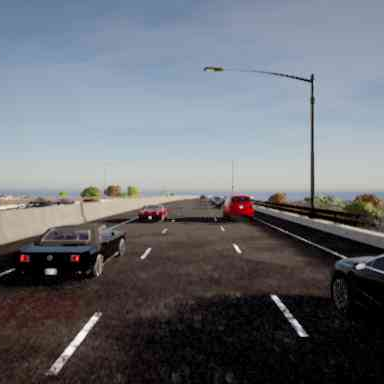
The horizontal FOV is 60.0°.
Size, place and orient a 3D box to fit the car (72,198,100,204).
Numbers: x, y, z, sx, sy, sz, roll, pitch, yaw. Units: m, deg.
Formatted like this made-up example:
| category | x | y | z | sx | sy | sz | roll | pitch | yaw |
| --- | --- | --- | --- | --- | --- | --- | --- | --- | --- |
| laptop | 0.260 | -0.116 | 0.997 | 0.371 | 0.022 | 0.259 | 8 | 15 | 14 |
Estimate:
| category | x | y | z | sx | sy | sz | roll | pitch | yaw |
| --- | --- | --- | --- | --- | --- | --- | --- | --- | --- |
| car | -13.483 | 1.562 | 43.518 | 1.882 | 1.535 | 5.008 | 0 | 0 | 2 |

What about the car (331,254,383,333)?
| category | x | y | z | sx | sy | sz | roll | pitch | yaw |
| --- | --- | --- | --- | --- | --- | --- | --- | --- | --- |
| car | 3.619 | 1.500 | 4.608 | 2.128 | 1.511 | 4.902 | 0 | 0 | 0 |

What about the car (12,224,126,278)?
| category | x | y | z | sx | sy | sz | roll | pitch | yaw |
| --- | --- | --- | --- | --- | --- | --- | --- | --- | --- |
| car | -3.354 | 1.619 | 10.174 | 1.895 | 1.301 | 4.718 | 0 | 0 | 0 |

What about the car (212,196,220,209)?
| category | x | y | z | sx | sy | sz | roll | pitch | yaw |
| --- | --- | --- | --- | --- | --- | --- | --- | --- | --- |
| car | 4.218 | 1.702 | 47.968 | 1.895 | 1.301 | 4.718 | 0 | 0 | 2 |

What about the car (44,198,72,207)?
| category | x | y | z | sx | sy | sz | roll | pitch | yaw |
| --- | --- | --- | --- | --- | --- | --- | --- | --- | --- |
| car | -16.969 | 1.578 | 43.920 | 2.128 | 1.511 | 4.902 | 0 | 0 | 2 |

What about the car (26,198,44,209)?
| category | x | y | z | sx | sy | sz | roll | pitch | yaw |
| --- | --- | --- | --- | --- | --- | --- | --- | --- | --- |
| car | -20.441 | 1.579 | 44.862 | 2.128 | 1.511 | 4.902 | 0 | 0 | 2 |

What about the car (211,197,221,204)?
| category | x | y | z | sx | sy | sz | roll | pitch | yaw |
| --- | --- | --- | --- | --- | --- | --- | --- | --- | --- |
| car | 4.987 | 1.719 | 69.770 | 1.812 | 1.442 | 4.674 | 0 | 0 | 2 |

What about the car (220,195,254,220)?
| category | x | y | z | sx | sy | sz | roll | pitch | yaw |
| --- | --- | --- | --- | --- | --- | --- | --- | --- | --- |
| car | 3.872 | 1.280 | 28.472 | 2.150 | 2.045 | 5.566 | 0 | 0 | 1 |

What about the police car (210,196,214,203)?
| category | x | y | z | sx | sy | sz | roll | pitch | yaw |
| --- | --- | --- | --- | --- | --- | --- | --- | --- | --- |
| police car | 4.567 | 1.645 | 58.856 | 2.038 | 1.542 | 4.974 | 0 | 0 | 2 |

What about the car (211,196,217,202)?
| category | x | y | z | sx | sy | sz | roll | pitch | yaw |
| --- | --- | --- | --- | --- | --- | --- | --- | --- | --- |
| car | 6.034 | 1.844 | 91.590 | 1.812 | 1.442 | 4.674 | 0 | 0 | 3 |

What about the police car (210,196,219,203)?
| category | x | y | z | sx | sy | sz | roll | pitch | yaw |
| --- | --- | --- | --- | --- | --- | --- | --- | --- | --- |
| police car | 5.476 | 1.759 | 80.682 | 2.038 | 1.542 | 4.974 | 0 | 0 | 3 |

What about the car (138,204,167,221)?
| category | x | y | z | sx | sy | sz | roll | pitch | yaw |
| --- | --- | --- | --- | --- | --- | --- | --- | --- | --- |
| car | -3.146 | 1.655 | 27.498 | 1.895 | 1.301 | 4.718 | 0 | 0 | 1 |
